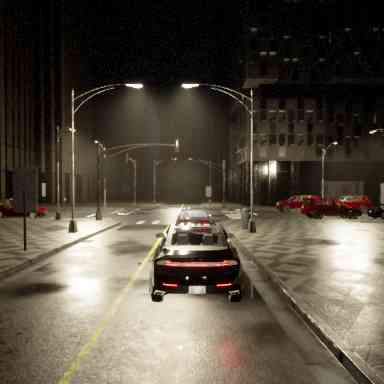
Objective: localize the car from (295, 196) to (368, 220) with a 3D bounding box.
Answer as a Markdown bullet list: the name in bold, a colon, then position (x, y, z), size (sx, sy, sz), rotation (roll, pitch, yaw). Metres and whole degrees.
- **car**: position (12.078, 1.463, 29.142), size (5.009, 1.841, 2.192), rotation (0, 1, 0)

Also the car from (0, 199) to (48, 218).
- **car**: position (-14.963, 1.567, 29.021), size (4.507, 1.381, 1.887), rotation (0, 1, 0)

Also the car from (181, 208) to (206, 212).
- **car**: position (0.074, 1.550, 17.932), size (2.033, 1.411, 5.357), rotation (0, 0, 0)

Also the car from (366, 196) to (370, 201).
- **car**: position (17.693, 1.353, 37.692), size (5.009, 1.841, 2.192), rotation (0, 1, 0)

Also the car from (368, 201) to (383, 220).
- **car**: position (17.721, 1.742, 29.171), size (4.313, 1.339, 1.947), rotation (0, 1, 0)

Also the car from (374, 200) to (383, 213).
- **car**: position (23.334, 1.634, 37.720), size (4.313, 1.339, 1.947), rotation (0, 1, 0)

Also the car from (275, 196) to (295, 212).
- **car**: position (12.049, 1.325, 37.666), size (5.009, 1.841, 2.192), rotation (0, 1, 0)

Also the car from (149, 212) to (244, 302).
- **car**: position (0.087, 1.490, 8.223), size (2.128, 1.511, 4.902), rotation (0, 0, 0)
